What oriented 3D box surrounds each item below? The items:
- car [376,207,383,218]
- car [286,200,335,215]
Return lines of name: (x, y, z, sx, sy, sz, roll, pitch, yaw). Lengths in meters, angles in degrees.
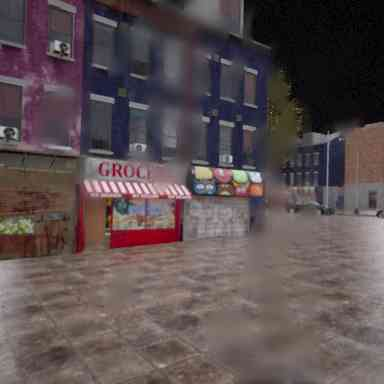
car: (17.001, 1.584, 26.356, 1.994, 1.385, 4.181, 2, -2, -35)
car: (11.910, 1.560, 33.618, 1.882, 1.535, 5.008, 2, -2, -35)
